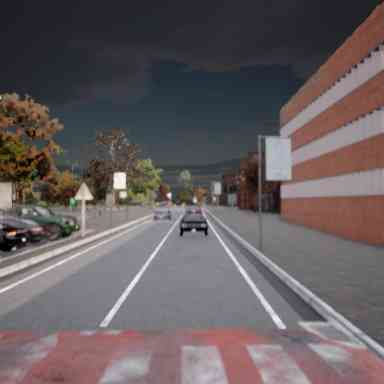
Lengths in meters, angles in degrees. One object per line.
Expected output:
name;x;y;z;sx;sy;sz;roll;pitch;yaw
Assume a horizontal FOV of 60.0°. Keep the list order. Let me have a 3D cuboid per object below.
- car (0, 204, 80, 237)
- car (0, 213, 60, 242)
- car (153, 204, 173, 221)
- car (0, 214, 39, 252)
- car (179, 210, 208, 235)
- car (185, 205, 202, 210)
car;-9.548;1.741;19.618;5.566;2.045;2.435;0;-1;0
car;-9.550;1.971;16.787;4.674;1.452;2.002;0;-1;0
car;-3.247;2.472;37.794;1.812;1.442;4.674;0;-1;0
car;-9.525;1.870;13.961;5.008;1.535;2.097;0;-1;0
car;0.125;2.213;23.379;1.895;1.301;4.718;0;-1;0
car;0.215;2.343;40.935;2.097;1.767;4.553;0;-1;0
